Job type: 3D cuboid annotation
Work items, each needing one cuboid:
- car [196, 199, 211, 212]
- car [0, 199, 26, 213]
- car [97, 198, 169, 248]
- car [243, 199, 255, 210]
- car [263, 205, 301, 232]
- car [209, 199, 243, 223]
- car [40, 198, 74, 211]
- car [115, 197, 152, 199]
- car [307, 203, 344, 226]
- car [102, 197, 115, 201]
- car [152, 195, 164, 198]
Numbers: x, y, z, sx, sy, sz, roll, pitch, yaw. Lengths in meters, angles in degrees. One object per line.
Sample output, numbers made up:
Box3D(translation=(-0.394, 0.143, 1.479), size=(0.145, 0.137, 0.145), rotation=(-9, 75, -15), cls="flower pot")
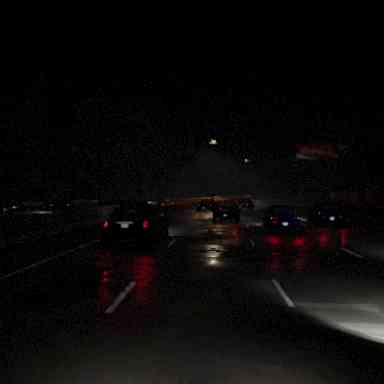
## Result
Box3D(translation=(1.815, 1.507, 37.606), size=(1.812, 1.442, 4.674), rotation=(0, 0, 15), cls="car")
Box3D(translation=(-20.260, 1.492, 36.352), size=(1.994, 1.385, 4.181), rotation=(0, 0, 13), cls="car")
Box3D(translation=(-2.379, 1.337, 15.010), size=(2.097, 1.767, 4.553), rotation=(0, 0, 6), cls="car")
Box3D(translation=(6.808, 1.538, 42.397), size=(2.033, 1.411, 5.357), rotation=(0, 0, 17), cls="car")
Box3D(translation=(5.318, 1.527, 20.041), size=(1.812, 1.442, 4.674), rotation=(0, 0, 8), cls="car")
Box3D(translation=(2.736, 1.465, 25.691), size=(1.882, 1.535, 5.008), rotation=(0, 0, 10), cls="car")
Box3D(translation=(-15.938, 1.462, 39.541), size=(1.812, 1.442, 4.674), rotation=(0, 0, 15), cls="car")
Box3D(translation=(-7.590, 1.502, 43.677), size=(2.033, 1.411, 5.357), rotation=(0, 0, 16), cls="car")
Box3D(translation=(9.487, 1.535, 23.808), size=(1.812, 1.442, 4.674), rotation=(0, 0, 10), cls="car")
Box3D(translation=(-10.879, 1.423, 44.823), size=(1.882, 1.535, 5.008), rotation=(0, 0, 17), cls="car")
Box3D(translation=(-8.048, 1.420, 75.803), size=(2.128, 1.511, 4.902), rotation=(0, 0, 19), cls="car")
